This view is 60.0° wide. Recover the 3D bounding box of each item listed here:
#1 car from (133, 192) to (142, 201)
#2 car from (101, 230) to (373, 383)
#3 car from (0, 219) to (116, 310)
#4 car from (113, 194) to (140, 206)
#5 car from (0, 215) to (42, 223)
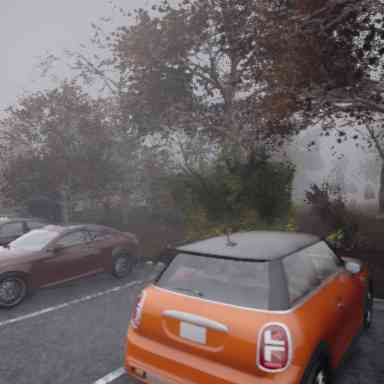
[{"bbox_3d":[-10.130,0.932,63.130,5.566,2.045,2.150,0,0,40],"label":"car"},{"bbox_3d":[1.238,1.356,4.894,2.185,1.767,4.553,0,0,35],"label":"car"},{"bbox_3d":[-3.275,1.532,8.155,2.002,1.452,4.674,0,0,36],"label":"car"},{"bbox_3d":[-9.721,1.389,45.650,1.994,1.385,4.181,-4,-1,33],"label":"car"},{"bbox_3d":[-5.542,1.501,9.777,2.097,1.535,5.008,0,0,36],"label":"car"}]
